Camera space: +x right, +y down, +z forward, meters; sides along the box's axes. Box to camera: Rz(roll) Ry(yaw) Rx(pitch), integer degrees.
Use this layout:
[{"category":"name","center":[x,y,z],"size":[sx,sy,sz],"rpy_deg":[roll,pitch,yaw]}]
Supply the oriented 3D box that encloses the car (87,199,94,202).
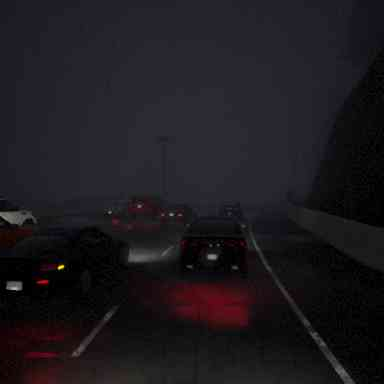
[{"category":"car","center":[-17.267,1.568,59.135],"size":[2.128,1.511,4.902],"rpy_deg":[0,0,20]}]

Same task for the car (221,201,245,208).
[{"category":"car","center":[3.504,1.538,29.013],"size":[2.128,1.511,4.902],"rpy_deg":[0,0,12]}]

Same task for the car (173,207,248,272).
[{"category":"car","center":[0.752,1.495,10.921],"size":[1.882,1.535,5.008],"rpy_deg":[0,0,6]}]

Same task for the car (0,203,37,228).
[{"category":"car","center":[-6.387,1.362,9.730],"size":[2.097,1.767,4.553],"rpy_deg":[0,0,5]}]

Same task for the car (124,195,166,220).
[{"category":"car","center":[-3.637,1.262,29.097],"size":[2.150,2.045,5.566],"rpy_deg":[0,0,11]}]

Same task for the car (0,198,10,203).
[{"category":"car","center":[-9.378,1.237,14.965],"size":[2.150,2.045,5.566],"rpy_deg":[0,0,7]}]

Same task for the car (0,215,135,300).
[{"category":"car","center":[-3.009,1.536,8.341],"size":[1.812,1.442,4.674],"rpy_deg":[0,0,6]}]

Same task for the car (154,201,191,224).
[{"category":"car","center":[-0.923,1.584,24.699],"size":[2.033,1.411,5.357],"rpy_deg":[0,0,10]}]

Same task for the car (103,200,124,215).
[{"category":"car","center":[-6.728,1.568,31.397],"size":[1.812,1.442,4.674],"rpy_deg":[0,0,11]}]
